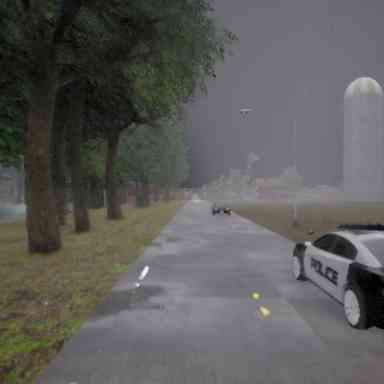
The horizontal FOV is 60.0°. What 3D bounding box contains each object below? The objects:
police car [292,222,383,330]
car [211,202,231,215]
[{"bbox_3d":[3.605,1.460,7.102,1.930,1.638,5.238,0,0,0],"label":"police car"},{"bbox_3d":[3.020,1.775,35.779,1.895,1.301,4.718,0,0,1],"label":"car"}]
